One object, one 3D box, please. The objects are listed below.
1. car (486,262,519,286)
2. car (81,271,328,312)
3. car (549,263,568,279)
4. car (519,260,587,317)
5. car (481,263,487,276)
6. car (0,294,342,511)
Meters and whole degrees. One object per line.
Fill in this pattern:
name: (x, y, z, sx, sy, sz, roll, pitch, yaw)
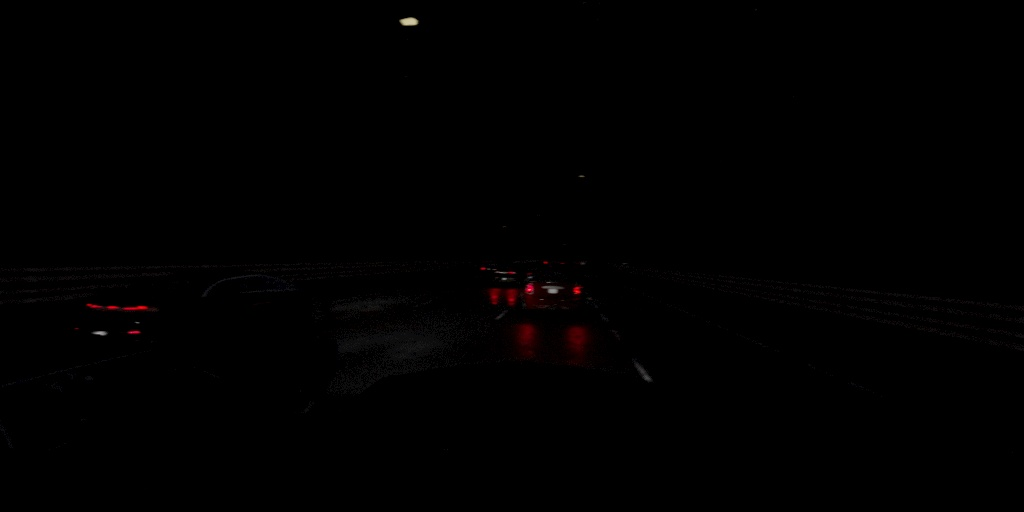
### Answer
car: (-0.176, 1.344, 26.459, 2.128, 1.511, 4.902, 2, 0, 8)
car: (-6.224, 1.078, 8.111, 2.128, 1.511, 4.902, 2, 0, 8)
car: (5.071, 1.577, 38.858, 1.837, 1.490, 4.892, 2, 0, 8)
car: (1.659, 1.207, 14.046, 2.097, 1.767, 4.553, 2, 0, 8)
car: (-2.011, 1.398, 38.807, 2.033, 1.411, 5.357, 2, 0, 8)
car: (-3.437, 1.248, 2.694, 1.895, 1.301, 4.718, 2, 0, 8)
